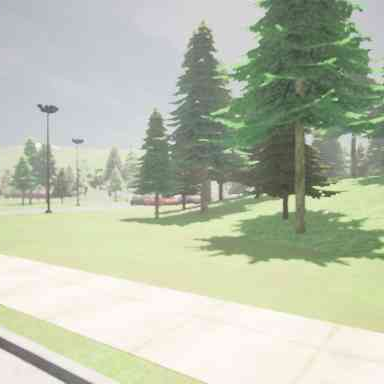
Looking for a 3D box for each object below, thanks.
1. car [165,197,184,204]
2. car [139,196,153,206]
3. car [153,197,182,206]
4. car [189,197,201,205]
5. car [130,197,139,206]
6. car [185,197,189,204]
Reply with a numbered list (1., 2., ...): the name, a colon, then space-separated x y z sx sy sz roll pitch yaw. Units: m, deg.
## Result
1. car: -3.706 1.880 71.546 1.994 1.385 4.181 -1 0 36
2. car: -6.832 1.652 61.275 2.097 1.767 4.553 -1 0 37
3. car: -4.128 1.627 59.042 2.097 1.767 4.553 -1 0 37
4. car: 1.898 1.838 67.371 1.994 1.385 4.181 -1 0 36
5. car: -9.596 1.677 63.347 2.097 1.767 4.553 -1 0 37
6. car: -1.191 1.652 69.079 2.097 1.767 4.553 -1 0 36
